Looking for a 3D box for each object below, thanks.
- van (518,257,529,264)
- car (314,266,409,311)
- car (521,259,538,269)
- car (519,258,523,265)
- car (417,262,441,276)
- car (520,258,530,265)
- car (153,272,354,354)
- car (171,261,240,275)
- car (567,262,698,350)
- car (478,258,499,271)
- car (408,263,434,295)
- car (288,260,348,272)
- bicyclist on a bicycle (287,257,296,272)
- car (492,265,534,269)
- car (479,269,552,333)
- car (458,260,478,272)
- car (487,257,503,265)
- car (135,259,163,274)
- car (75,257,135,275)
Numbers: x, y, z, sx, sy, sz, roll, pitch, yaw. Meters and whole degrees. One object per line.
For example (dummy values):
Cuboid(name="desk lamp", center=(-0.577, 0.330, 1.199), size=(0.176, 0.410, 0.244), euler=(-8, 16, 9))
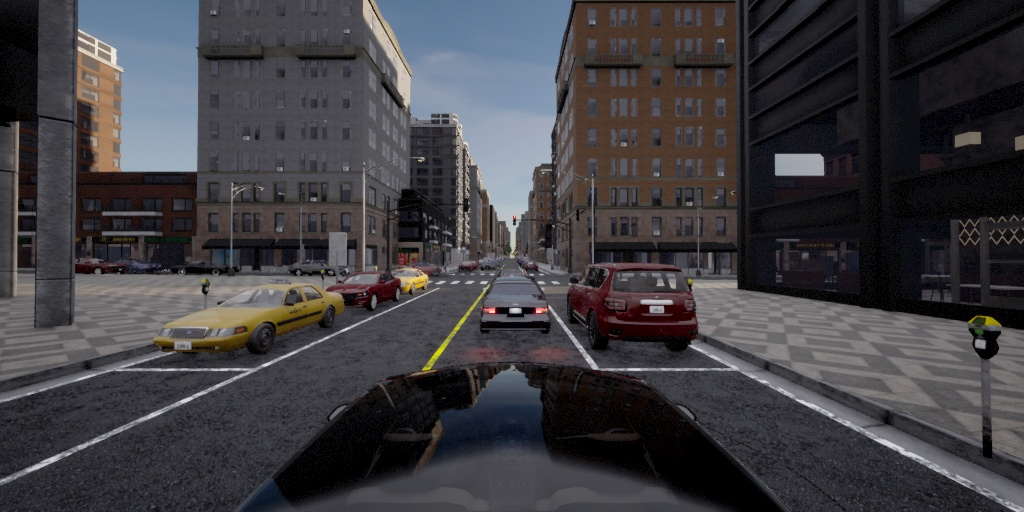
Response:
Cuboid(name="van", center=(2.494, 1.108, 64.274), size=(1.690, 1.789, 3.998), euler=(0, 0, 0))
Cuboid(name="car", center=(-5.893, 1.298, 14.595), size=(1.888, 1.381, 4.507), euler=(0, 0, 0))
Cuboid(name="car", center=(2.542, 1.343, 47.254), size=(1.802, 1.307, 4.207), euler=(0, 0, 0))
Cuboid(name="car", center=(2.510, 1.347, 58.601), size=(1.802, 1.307, 4.207), euler=(0, 0, 0))
Cuboid(name="car", center=(-9.041, 1.274, 35.045), size=(4.181, 1.385, 1.994), euler=(1, 0, -23))
Cuboid(name="car", center=(2.526, 1.344, 52.927), size=(1.802, 1.307, 4.207), euler=(0, 0, 0))
Cuboid(name="car", center=(-5.876, 1.277, 8.801), size=(1.751, 1.417, 4.829), euler=(0, 0, 0))
Cuboid(name="car", center=(-26.740, 1.112, 31.403), size=(4.718, 1.301, 1.895), euler=(1, -1, 0))
Cuboid(name="car", center=(2.649, 1.066, 8.986), size=(2.192, 1.841, 5.009), euler=(0, 0, 0))
Cuboid(name="car", center=(-3.229, 1.325, 49.234), size=(1.994, 1.385, 4.181), euler=(0, 0, 0))
Cuboid(name="car", center=(-5.908, 1.279, 20.050), size=(1.751, 1.417, 4.829), euler=(0, 0, 0))
Cuboid(name="car", center=(-16.843, 1.092, 31.371), size=(4.902, 1.511, 2.128), euler=(1, -1, 0))
Cuboid(name="bicyclist on a bicycle", center=(-23.113, 0.909, 37.632), size=(0.582, 1.620, 1.656), euler=(0, 0, 0))
Cuboid(name="car", center=(0.018, 1.355, 20.444), size=(1.895, 1.301, 4.718), euler=(0, 0, 0))
Cuboid(name="car", center=(0.067, 1.300, 10.717), size=(2.033, 1.411, 5.357), euler=(0, 0, 0))
Cuboid(name="car", center=(-5.985, 1.306, 47.239), size=(1.888, 1.381, 4.507), euler=(0, 0, 0))
Cuboid(name="car", center=(-3.232, 1.332, 64.994), size=(1.994, 1.385, 4.181), euler=(0, 0, 0))
Cuboid(name="car", center=(-37.079, 0.997, 34.632), size=(5.357, 1.411, 2.033), euler=(1, -1, 0))
Cuboid(name="car", center=(-36.835, 0.897, 31.446), size=(5.008, 1.535, 1.882), euler=(1, -1, 0))
